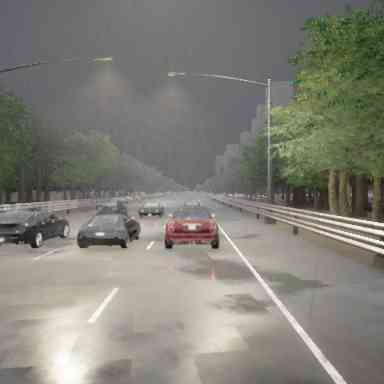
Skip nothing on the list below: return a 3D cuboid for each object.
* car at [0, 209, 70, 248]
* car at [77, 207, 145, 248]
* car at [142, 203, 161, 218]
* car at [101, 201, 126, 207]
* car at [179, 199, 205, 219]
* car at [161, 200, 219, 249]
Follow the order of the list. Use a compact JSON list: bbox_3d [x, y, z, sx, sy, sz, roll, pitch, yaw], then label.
[{"bbox_3d":[-7.000,1.511,14.650,1.837,1.490,4.892,0,0,0],"label":"car"},{"bbox_3d":[-3.500,1.567,14.650,1.994,1.385,4.181,0,0,0],"label":"car"},{"bbox_3d":[-3.500,1.598,29.680,1.895,1.301,4.718,0,0,0],"label":"car"},{"bbox_3d":[-7.000,1.514,29.650,1.812,1.442,4.674,0,0,0],"label":"car"},{"bbox_3d":[0.000,1.476,29.649,2.128,1.511,4.902,0,0,0],"label":"car"},{"bbox_3d":[0.000,1.361,14.620,2.097,1.767,4.553,0,0,0],"label":"car"}]
